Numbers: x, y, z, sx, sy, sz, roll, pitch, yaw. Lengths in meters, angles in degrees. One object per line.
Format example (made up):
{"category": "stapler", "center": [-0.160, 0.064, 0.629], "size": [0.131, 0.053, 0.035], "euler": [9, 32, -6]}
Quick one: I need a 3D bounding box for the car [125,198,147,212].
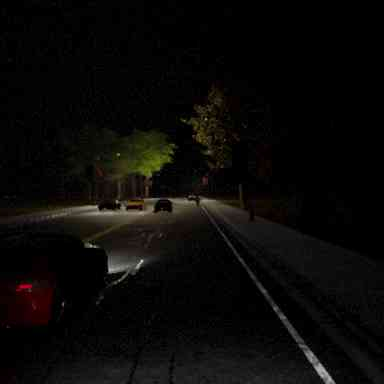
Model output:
{"category": "car", "center": [-6.588, 1.489, 39.469], "size": [1.882, 1.535, 5.008], "euler": [0, 0, 0]}

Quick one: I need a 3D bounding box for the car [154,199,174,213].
{"category": "car", "center": [-3.150, 1.536, 37.310], "size": [1.812, 1.442, 4.674], "euler": [0, 0, 0]}

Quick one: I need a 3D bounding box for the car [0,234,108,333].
{"category": "car", "center": [-3.150, 1.565, 6.938], "size": [1.994, 1.385, 4.181], "euler": [0, 0, 0]}

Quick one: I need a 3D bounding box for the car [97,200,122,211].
{"category": "car", "center": [-9.840, 1.612, 39.911], "size": [1.895, 1.301, 4.718], "euler": [0, 0, 0]}

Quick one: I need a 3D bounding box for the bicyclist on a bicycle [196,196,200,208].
{"category": "bicyclist on a bicycle", "center": [0.893, 1.467, 46.765], "size": [0.582, 1.620, 1.656], "euler": [0, 0, 0]}

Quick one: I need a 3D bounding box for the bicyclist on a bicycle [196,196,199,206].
{"category": "bicyclist on a bicycle", "center": [0.893, 1.473, 55.656], "size": [0.582, 1.620, 1.656], "euler": [0, 0, 0]}

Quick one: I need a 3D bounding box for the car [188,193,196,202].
{"category": "car", "center": [-0.002, 1.587, 80.443], "size": [2.033, 1.411, 5.357], "euler": [0, 0, 0]}
